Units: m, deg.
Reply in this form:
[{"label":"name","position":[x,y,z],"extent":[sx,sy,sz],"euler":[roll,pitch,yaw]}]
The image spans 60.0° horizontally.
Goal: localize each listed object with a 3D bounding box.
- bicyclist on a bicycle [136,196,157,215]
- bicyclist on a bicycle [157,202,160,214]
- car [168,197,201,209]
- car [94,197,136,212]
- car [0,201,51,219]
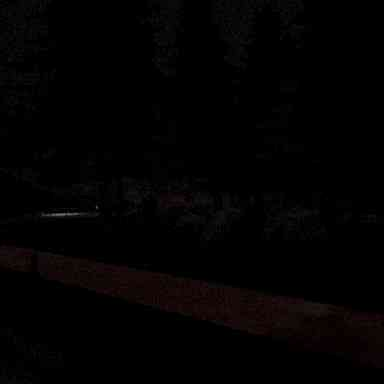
[{"label":"bicyclist on a bicycle","position":[-4.072,1.141,28.424],"extent":[1.656,1.620,0.582],"euler":[0,0,15]},{"label":"bicyclist on a bicycle","position":[-3.511,1.142,28.907],"extent":[1.656,1.620,0.582],"euler":[0,0,22]},{"label":"car","position":[-0.784,1.315,40.151],"extent":[1.882,1.535,5.008],"euler":[0,0,35]},{"label":"car","position":[-8.278,1.329,35.889],"extent":[2.128,1.511,4.902],"euler":[0,0,36]},{"label":"car","position":[-14.331,1.438,27.403],"extent":[1.895,1.301,4.718],"euler":[0,0,35]}]
